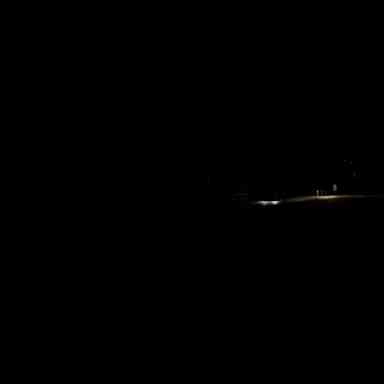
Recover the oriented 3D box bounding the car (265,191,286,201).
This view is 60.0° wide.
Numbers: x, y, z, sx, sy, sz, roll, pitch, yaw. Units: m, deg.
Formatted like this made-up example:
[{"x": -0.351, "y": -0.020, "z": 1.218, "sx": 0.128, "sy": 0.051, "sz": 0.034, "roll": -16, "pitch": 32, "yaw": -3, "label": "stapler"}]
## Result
[{"x": 12.767, "y": 0.557, "z": 50.645, "sx": 1.882, "sy": 1.535, "sz": 5.008, "roll": -2, "pitch": 0, "yaw": 35, "label": "car"}]
